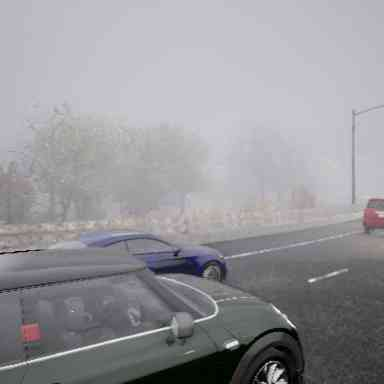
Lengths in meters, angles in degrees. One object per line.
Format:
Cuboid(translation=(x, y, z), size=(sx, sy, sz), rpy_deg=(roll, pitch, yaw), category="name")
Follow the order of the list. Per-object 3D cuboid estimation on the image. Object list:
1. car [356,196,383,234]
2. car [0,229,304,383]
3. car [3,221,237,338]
Cuboid(translation=(11.674, 1.341, 19.196), size=(2.150, 2.045, 5.566), rpy_deg=(0, 0, 43), category="car")
Cuboid(translation=(-0.994, 1.358, 3.193), size=(4.553, 1.767, 2.097), rpy_deg=(0, 0, -35), category="car")
Cuboid(translation=(-1.328, 1.545, 7.273), size=(4.674, 1.442, 1.812), rpy_deg=(0, 0, -37), category="car")
